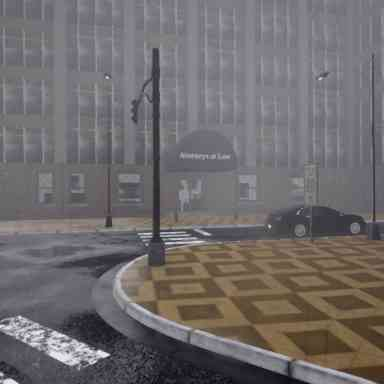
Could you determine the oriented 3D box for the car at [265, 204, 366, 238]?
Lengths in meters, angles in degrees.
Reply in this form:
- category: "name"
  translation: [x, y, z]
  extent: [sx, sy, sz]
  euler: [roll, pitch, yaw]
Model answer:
- category: "car"
  translation: [5.948, 1.321, 15.996]
  extent: [4.892, 1.490, 1.837]
  euler: [0, 0, -14]
